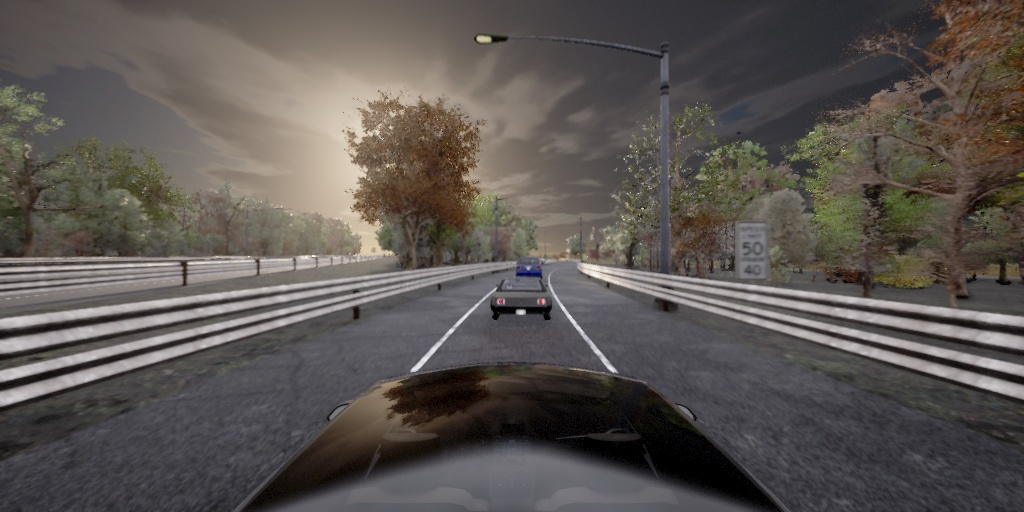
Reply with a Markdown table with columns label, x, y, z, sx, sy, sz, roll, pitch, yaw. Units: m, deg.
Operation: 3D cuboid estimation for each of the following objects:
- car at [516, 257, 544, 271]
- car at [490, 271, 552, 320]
| label | x | y | z | sx | sy | sz | roll | pitch | yaw |
| --- | --- | --- | --- | --- | --- | --- | --- | --- | --- |
| car | 1.559 | 1.094 | 31.190 | 2.150 | 2.045 | 5.566 | 0 | 0 | 5 |
| car | 0.351 | 1.399 | 12.918 | 1.895 | 1.301 | 4.718 | 0 | 0 | 2 |
